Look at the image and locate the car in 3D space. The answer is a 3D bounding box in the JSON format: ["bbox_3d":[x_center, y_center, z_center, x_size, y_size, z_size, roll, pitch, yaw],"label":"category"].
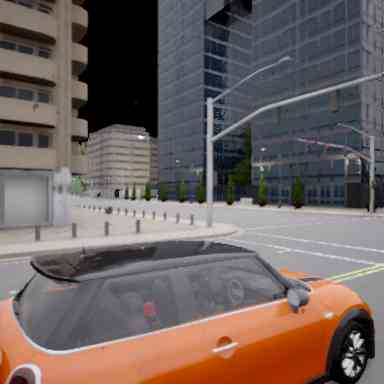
[{"bbox_3d":[0.155,1.362,3.902,4.553,1.767,2.097,0,0,-35],"label":"car"}]
